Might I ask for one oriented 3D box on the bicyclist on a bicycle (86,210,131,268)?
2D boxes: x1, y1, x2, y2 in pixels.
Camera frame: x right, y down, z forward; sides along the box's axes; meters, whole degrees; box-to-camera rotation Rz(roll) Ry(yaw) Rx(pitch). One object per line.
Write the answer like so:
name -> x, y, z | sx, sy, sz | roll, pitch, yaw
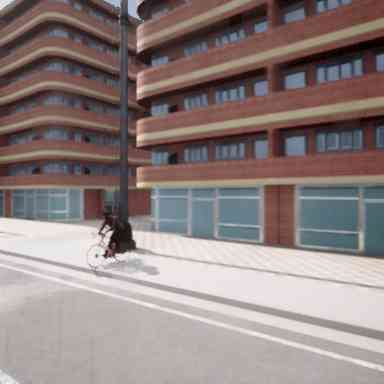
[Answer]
bicyclist on a bicycle -> -2.425, 1.359, 9.827 | 0.582, 1.620, 1.656 | 0, -1, 36
